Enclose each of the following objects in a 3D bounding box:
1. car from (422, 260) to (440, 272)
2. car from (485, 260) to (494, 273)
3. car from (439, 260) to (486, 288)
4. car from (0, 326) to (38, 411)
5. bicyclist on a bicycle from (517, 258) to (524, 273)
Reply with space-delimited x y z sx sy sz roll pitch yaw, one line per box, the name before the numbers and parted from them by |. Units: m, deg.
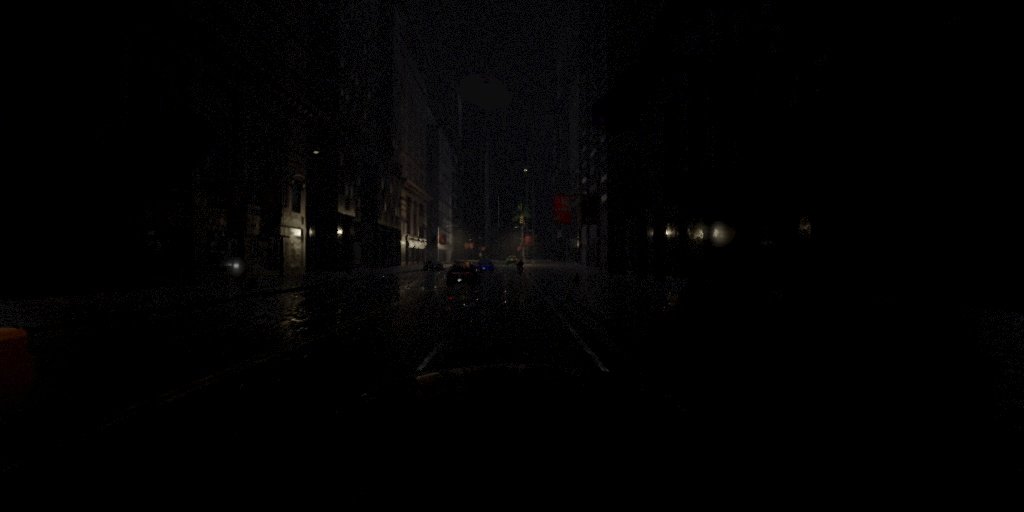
car | -9.853 1.265 44.895 1.812 1.442 4.674 0 0 0
car | -3.177 1.219 42.963 1.882 1.535 5.008 0 0 0
car | -3.164 1.241 24.092 2.128 1.511 4.902 0 0 0
car | -6.600 1.227 2.085 1.882 1.535 5.008 0 0 0
bicyclist on a bicycle | 0.873 1.116 35.426 0.659 1.776 1.843 0 0 0
